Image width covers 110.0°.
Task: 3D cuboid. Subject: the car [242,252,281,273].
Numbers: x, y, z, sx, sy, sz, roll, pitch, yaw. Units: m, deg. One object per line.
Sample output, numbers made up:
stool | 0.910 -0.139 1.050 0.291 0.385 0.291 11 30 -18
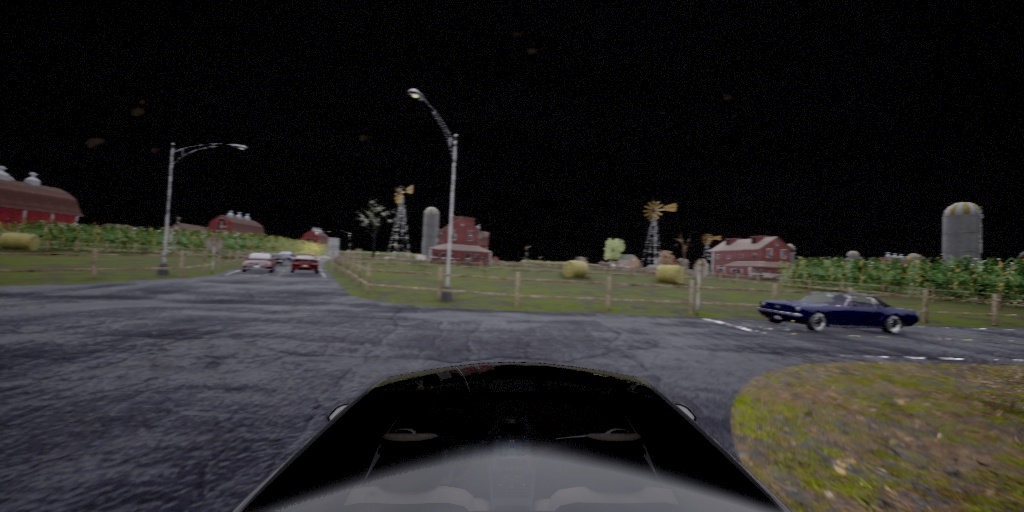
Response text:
car | -18.978 0.442 27.127 1.812 1.442 4.674 4 -1 -30

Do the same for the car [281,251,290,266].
car | -24.540 0.317 37.076 1.895 1.301 4.718 4 -1 -28

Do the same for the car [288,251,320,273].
car | -16.989 0.553 29.531 1.882 1.535 5.008 4 -1 -30

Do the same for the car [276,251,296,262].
car | -30.467 0.041 48.439 1.812 1.442 4.674 4 -1 -27

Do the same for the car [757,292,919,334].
car | 11.656 1.980 13.017 4.718 1.301 1.895 3 -1 -6
